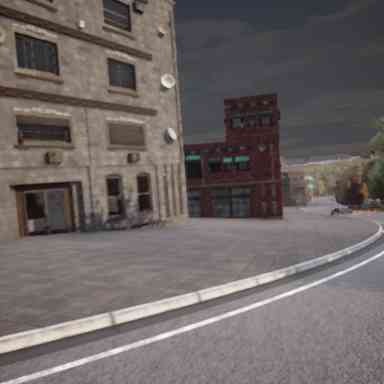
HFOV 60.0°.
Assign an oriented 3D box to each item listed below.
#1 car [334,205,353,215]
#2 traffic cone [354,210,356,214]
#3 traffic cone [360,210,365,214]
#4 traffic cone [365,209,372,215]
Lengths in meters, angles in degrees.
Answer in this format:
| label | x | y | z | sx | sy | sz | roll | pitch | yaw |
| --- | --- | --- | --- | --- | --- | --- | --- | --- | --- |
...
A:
| label | x | y | z | sx | sy | sz | roll | pitch | yaw |
| --- | --- | --- | --- | --- | --- | --- | --- | --- | --- |
| car | 24.010 | 2.838 | 53.034 | 1.812 | 1.442 | 4.674 | -4 | -3 | 8 |
| traffic cone | 26.118 | 3.143 | 53.147 | 0.340 | 0.580 | 0.340 | -4 | -3 | 8 |
| traffic cone | 25.523 | 2.995 | 49.196 | 0.340 | 0.580 | 0.340 | -4 | -3 | 8 |
| traffic cone | 25.226 | 2.920 | 47.221 | 0.340 | 0.580 | 0.340 | -4 | -3 | 8 |
